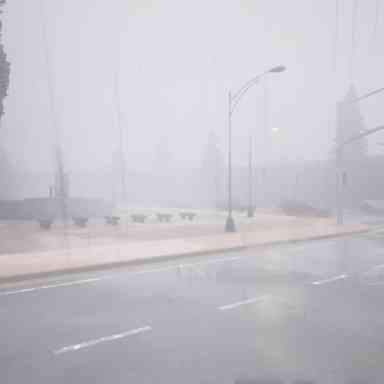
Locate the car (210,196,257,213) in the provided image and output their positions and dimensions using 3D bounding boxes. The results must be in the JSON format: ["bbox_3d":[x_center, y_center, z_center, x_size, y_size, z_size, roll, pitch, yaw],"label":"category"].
[{"bbox_3d":[4.862,1.542,38.142,2.033,1.411,5.357,0,0,-38],"label":"car"}]

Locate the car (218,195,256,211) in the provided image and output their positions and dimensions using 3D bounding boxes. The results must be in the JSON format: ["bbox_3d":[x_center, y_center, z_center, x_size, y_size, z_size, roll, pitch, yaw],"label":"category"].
[{"bbox_3d":[5.660,1.345,42.449,2.097,1.767,4.553,0,0,-42],"label":"car"}]

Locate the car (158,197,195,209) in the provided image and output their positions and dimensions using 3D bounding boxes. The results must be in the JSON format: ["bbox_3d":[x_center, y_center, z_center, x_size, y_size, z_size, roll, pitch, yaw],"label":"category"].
[{"bbox_3d":[-2.456,1.499,45.454,4.892,1.490,1.837,0,0,37],"label":"car"}]

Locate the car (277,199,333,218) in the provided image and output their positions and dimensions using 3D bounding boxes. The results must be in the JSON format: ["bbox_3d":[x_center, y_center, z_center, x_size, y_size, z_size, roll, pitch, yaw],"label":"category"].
[{"bbox_3d":[10.496,1.520,30.430,1.812,1.442,4.674,0,0,-35],"label":"car"}]

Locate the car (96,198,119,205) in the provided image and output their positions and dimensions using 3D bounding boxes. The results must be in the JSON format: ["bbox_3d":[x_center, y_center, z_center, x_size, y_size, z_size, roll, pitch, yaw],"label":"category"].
[{"bbox_3d":[-13.875,1.597,51.946,4.718,1.301,1.895,0,0,20],"label":"car"}]

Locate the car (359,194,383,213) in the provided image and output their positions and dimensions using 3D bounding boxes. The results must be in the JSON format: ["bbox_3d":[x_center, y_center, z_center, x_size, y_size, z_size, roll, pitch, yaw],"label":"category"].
[{"bbox_3d":[20.549,1.213,34.826,2.150,2.045,5.566,0,0,-36],"label":"car"}]

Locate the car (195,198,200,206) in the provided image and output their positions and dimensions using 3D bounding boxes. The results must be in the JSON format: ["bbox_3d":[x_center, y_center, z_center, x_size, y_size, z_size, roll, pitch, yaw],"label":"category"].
[{"bbox_3d":[-1.769,1.472,49.281,5.008,1.535,1.882,0,0,35],"label":"car"}]

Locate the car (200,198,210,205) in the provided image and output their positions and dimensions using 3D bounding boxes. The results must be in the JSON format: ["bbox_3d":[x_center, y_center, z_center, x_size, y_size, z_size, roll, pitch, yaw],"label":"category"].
[{"bbox_3d":[0.706,1.593,56.356,4.718,1.301,1.895,0,0,34],"label":"car"}]
